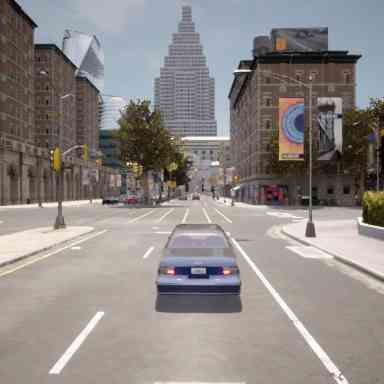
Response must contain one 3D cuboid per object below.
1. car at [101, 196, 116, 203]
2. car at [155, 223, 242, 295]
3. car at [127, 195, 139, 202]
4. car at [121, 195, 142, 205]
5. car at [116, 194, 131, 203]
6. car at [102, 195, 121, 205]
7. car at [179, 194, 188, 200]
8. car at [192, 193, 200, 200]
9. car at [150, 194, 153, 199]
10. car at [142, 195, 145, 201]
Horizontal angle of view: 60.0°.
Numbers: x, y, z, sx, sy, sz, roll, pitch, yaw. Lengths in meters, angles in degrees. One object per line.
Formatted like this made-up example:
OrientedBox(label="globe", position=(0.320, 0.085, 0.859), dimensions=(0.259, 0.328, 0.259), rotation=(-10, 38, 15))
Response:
OrientedBox(label="car", position=(-17.406, 1.595, 69.730), dimensions=(1.895, 1.301, 4.718), rotation=(0, 0, 1))
OrientedBox(label="car", position=(0.169, 1.547, 8.841), dimensions=(2.033, 1.411, 5.357), rotation=(0, 0, 1))
OrientedBox(label="car", position=(-14.044, 1.478, 78.783), dimensions=(1.882, 1.535, 5.008), rotation=(0, 0, 1))
OrientedBox(label="car", position=(-10.848, 1.478, 59.760), dimensions=(1.882, 1.535, 5.008), rotation=(0, 0, 1))
OrientedBox(label="car", position=(-14.169, 1.355, 68.684), dimensions=(2.097, 1.767, 4.553), rotation=(0, 0, 1))
OrientedBox(label="car", position=(-14.367, 1.601, 58.578), dimensions=(1.895, 1.301, 4.718), rotation=(0, 0, 1))
OrientedBox(label="car", position=(-2.410, 1.540, 89.562), dimensions=(2.033, 1.411, 5.357), rotation=(0, 0, 1))
OrientedBox(label="car", position=(1.095, 1.350, 89.921), dimensions=(2.097, 1.767, 4.553), rotation=(0, 0, 1))
OrientedBox(label="car", position=(-10.534, 1.355, 79.545), dimensions=(2.097, 1.767, 4.553), rotation=(0, 0, 1))
OrientedBox(label="car", position=(-10.658, 1.500, 69.556), dimensions=(1.837, 1.490, 4.892), rotation=(0, 0, 1))
